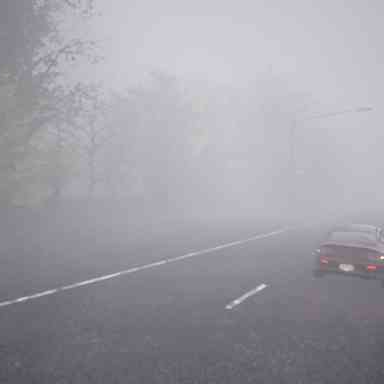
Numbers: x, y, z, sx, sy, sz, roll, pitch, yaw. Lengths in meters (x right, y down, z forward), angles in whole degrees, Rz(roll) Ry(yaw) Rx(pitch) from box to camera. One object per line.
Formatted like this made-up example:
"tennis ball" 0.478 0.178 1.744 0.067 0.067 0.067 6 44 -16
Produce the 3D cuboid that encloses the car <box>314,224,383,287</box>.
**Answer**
"car" 4.950 1.684 9.919 1.812 1.442 4.674 2 0 33
